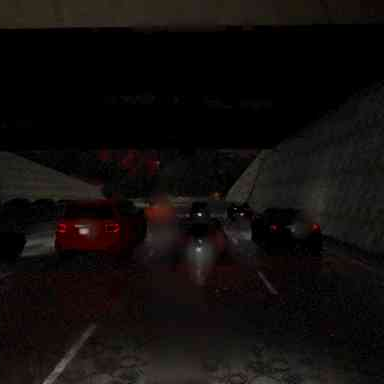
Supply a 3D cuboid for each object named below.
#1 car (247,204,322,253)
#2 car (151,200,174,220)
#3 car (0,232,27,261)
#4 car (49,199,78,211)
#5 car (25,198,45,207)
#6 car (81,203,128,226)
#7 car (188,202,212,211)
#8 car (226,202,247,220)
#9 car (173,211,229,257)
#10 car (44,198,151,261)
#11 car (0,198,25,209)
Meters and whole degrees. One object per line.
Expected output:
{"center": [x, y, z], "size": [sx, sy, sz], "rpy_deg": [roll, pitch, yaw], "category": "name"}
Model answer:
{"center": [3.864, 1.443, 14.383], "size": [2.097, 1.767, 4.553], "rpy_deg": [0, 0, 1], "category": "car"}
{"center": [-2.800, 1.479, 29.758], "size": [2.097, 1.767, 4.553], "rpy_deg": [0, 0, 1], "category": "car"}
{"center": [-6.769, 1.611, 9.543], "size": [1.895, 1.301, 4.718], "rpy_deg": [0, 0, 2], "category": "car"}
{"center": [-16.664, 1.643, 43.413], "size": [1.812, 1.442, 4.674], "rpy_deg": [0, 0, 1], "category": "car"}
{"center": [-20.117, 1.613, 45.123], "size": [1.837, 1.490, 4.892], "rpy_deg": [0, -1, 2], "category": "car"}
{"center": [-6.423, 1.633, 25.226], "size": [2.033, 1.411, 5.357], "rpy_deg": [0, 0, 2], "category": "car"}
{"center": [0.714, 1.652, 30.249], "size": [1.837, 1.490, 4.892], "rpy_deg": [0, 0, 1], "category": "car"}
{"center": [4.205, 1.656, 29.875], "size": [2.128, 1.511, 4.902], "rpy_deg": [0, 0, 1], "category": "car"}
{"center": [0.336, 1.666, 13.296], "size": [1.895, 1.301, 4.718], "rpy_deg": [0, 0, 2], "category": "car"}
{"center": [-3.177, 1.268, 12.685], "size": [2.150, 2.045, 5.566], "rpy_deg": [0, 0, 2], "category": "car"}
{"center": [-23.613, 1.595, 45.204], "size": [1.837, 1.490, 4.892], "rpy_deg": [0, -1, 2], "category": "car"}
